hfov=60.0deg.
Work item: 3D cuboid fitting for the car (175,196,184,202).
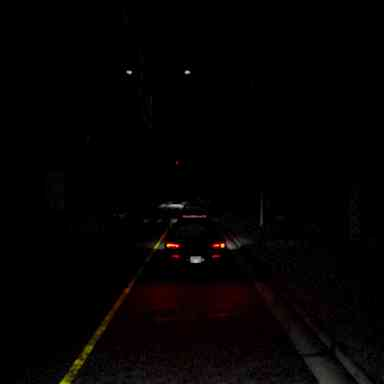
[{"bbox_3d":[-2.979,1.776,81.225,1.994,1.385,4.181,0,0,0],"label":"car"}]

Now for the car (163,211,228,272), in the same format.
[{"bbox_3d":[0.101,1.563,10.764,1.812,1.442,4.674,0,0,0],"label":"car"}]

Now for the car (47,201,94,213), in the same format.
[{"bbox_3d":[-14.384,1.820,40.202,4.829,1.417,1.752,-1,0,0],"label":"car"}]

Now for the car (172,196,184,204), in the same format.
[{"bbox_3d":[-2.999,1.686,65.763,2.128,1.511,4.902,0,0,0],"label":"car"}]

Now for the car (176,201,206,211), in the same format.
[{"bbox_3d":[0.108,1.559,20.401,2.128,1.511,4.902,0,0,1],"label":"car"}]

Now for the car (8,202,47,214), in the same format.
[{"bbox_3d":[-19.838,1.894,40.172,4.507,1.381,1.887,-1,0,0],"label":"car"}]

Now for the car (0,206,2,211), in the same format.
[{"bbox_3d":[-25.632,1.932,40.141,4.829,1.417,1.752,-1,0,0],"label":"car"}]
